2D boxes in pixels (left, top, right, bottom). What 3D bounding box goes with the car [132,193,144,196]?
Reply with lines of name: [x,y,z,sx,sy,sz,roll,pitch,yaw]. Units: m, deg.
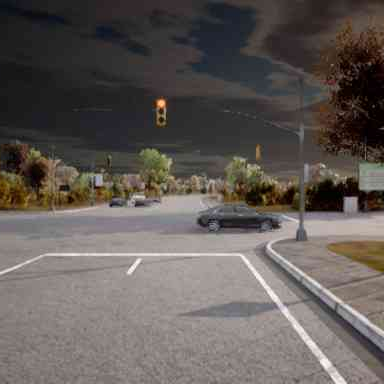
car: [-10.455,1.164,64.955,2.150,2.045,5.566,0,0,1]

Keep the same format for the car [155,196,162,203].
car: [-6.971,1.508,64.337,1.994,1.385,4.181,0,0,1]

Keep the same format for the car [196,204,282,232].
car: [2.689,1.499,19.295,4.892,1.490,1.837,0,0,3]

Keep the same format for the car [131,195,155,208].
car: [-7.042,1.506,47.928,2.033,1.411,5.357,0,0,0]

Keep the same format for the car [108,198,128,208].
car: [-10.542,1.506,47.939,2.033,1.411,5.357,0,0,0]
